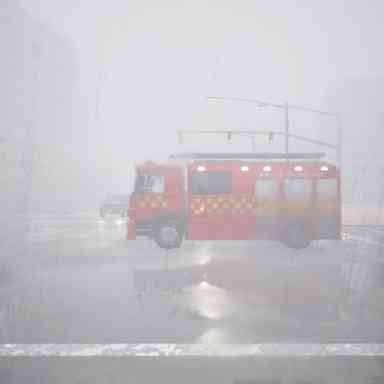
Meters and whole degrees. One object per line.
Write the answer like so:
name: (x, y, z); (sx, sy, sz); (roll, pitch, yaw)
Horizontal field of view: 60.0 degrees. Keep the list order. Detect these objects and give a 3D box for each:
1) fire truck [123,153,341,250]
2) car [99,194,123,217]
fire truck: (1.670, 0.342, 14.243); (8.468, 3.827, 2.891); (0, 0, 0)
car: (-7.001, 1.221, 31.203); (2.150, 2.045, 5.566); (0, 0, 0)
